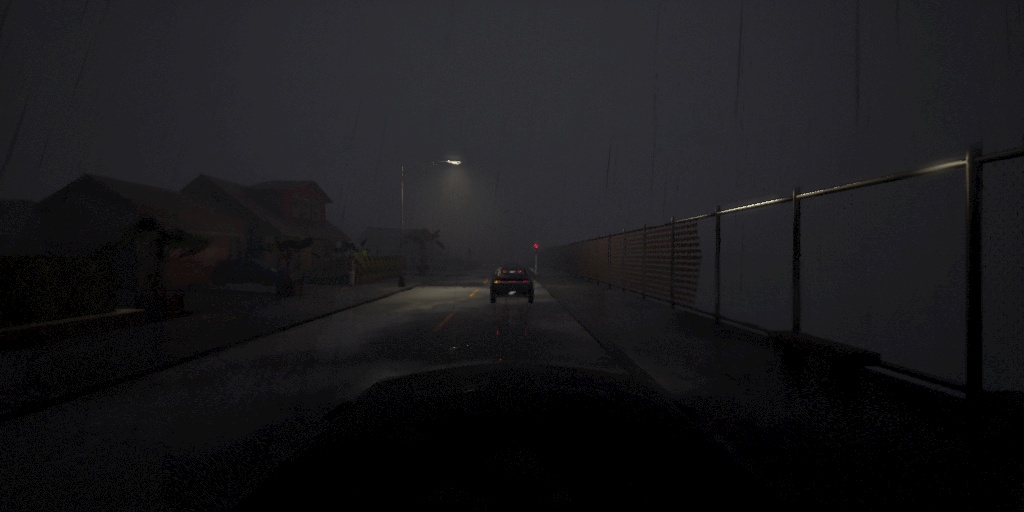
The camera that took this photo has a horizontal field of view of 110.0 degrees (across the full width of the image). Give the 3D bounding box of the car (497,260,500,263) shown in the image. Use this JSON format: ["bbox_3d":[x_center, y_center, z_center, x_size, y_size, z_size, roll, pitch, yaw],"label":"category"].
[{"bbox_3d":[0.000,1.311,31.501,2.033,1.411,5.357,0,0,0],"label":"car"}]

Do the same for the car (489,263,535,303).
[{"bbox_3d":[0.000,1.242,16.500,2.128,1.511,4.902,0,0,0],"label":"car"}]
